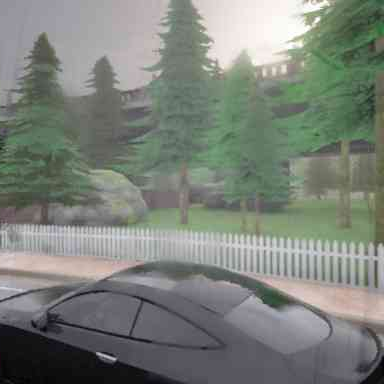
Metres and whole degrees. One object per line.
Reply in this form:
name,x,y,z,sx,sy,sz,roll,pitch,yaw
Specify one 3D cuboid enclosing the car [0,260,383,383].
car,-0.494,1.519,3.609,4.674,1.442,1.812,0,0,31
